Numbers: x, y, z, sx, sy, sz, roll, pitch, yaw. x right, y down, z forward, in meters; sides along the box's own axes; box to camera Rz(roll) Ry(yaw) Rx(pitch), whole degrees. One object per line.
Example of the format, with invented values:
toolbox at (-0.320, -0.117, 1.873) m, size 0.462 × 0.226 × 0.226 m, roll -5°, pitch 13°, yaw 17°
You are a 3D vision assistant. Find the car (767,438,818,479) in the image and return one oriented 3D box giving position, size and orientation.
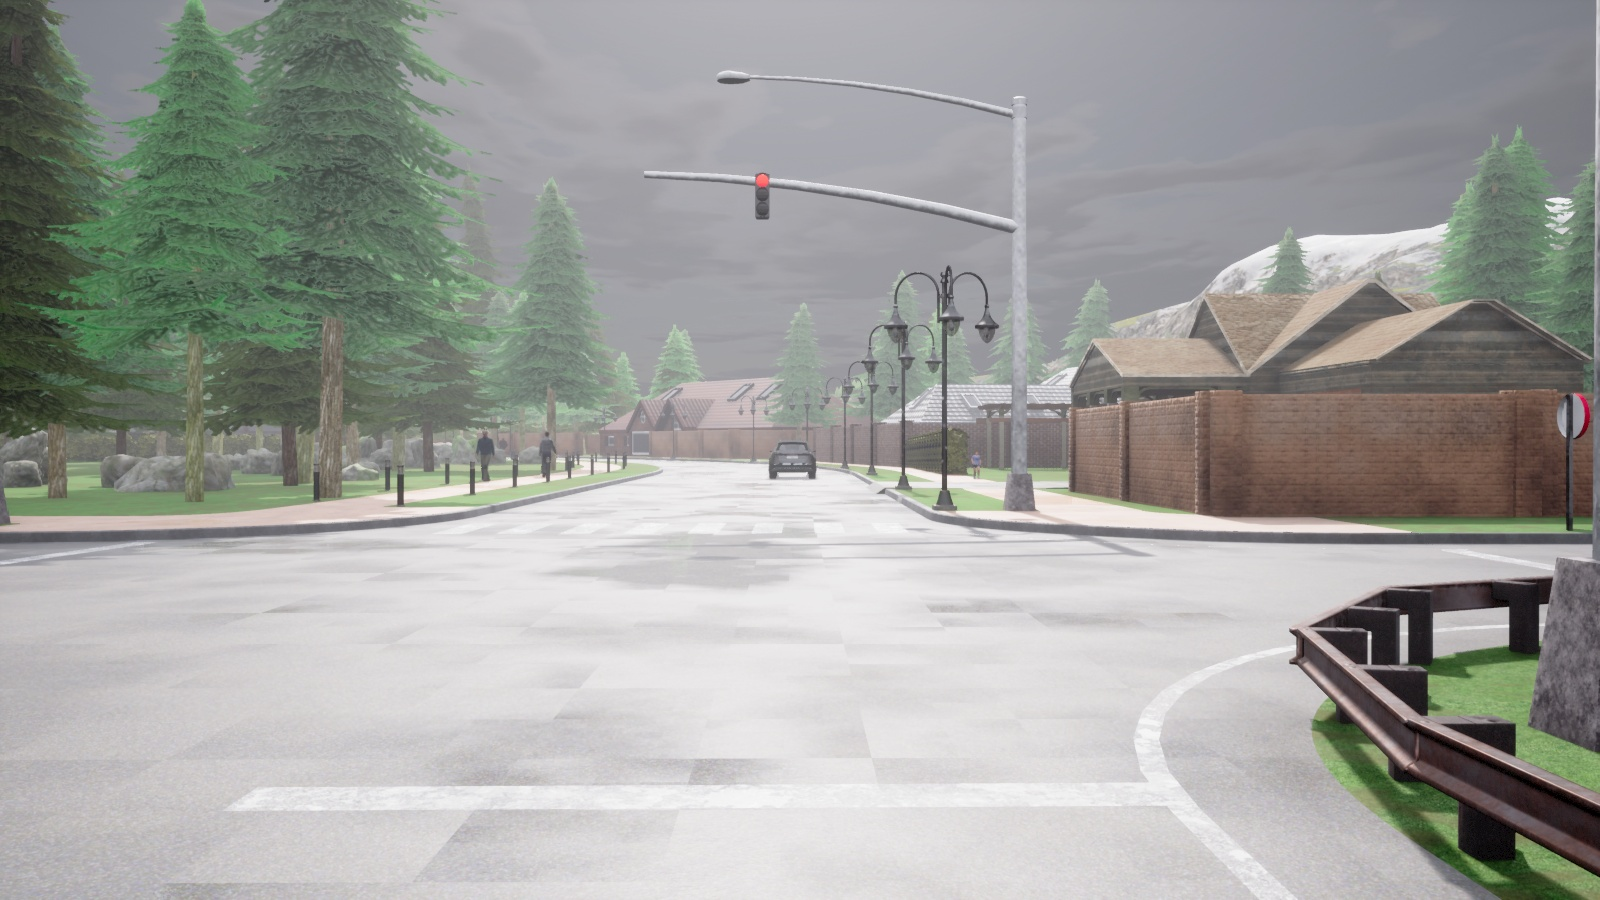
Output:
car at (-0.315, 0.346, 53.240) m, size 2.033 × 1.649 × 4.856 m, roll 0°, pitch 0°, yaw 0°

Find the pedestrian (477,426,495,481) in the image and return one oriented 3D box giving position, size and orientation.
pedestrian at (-10.560, 0.125, 42.235) m, size 0.402 × 1.842 × 0.726 m, roll 0°, pitch 0°, yaw 1°

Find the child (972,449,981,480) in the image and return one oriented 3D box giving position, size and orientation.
child at (6.388, 0.511, 45.450) m, size 0.255 × 1.110 × 0.394 m, roll 0°, pitch 0°, yaw 1°

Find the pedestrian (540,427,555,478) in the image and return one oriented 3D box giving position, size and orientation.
pedestrian at (-9.698, 0.092, 48.180) m, size 0.423 × 1.949 × 0.788 m, roll 0°, pitch 0°, yaw 0°
